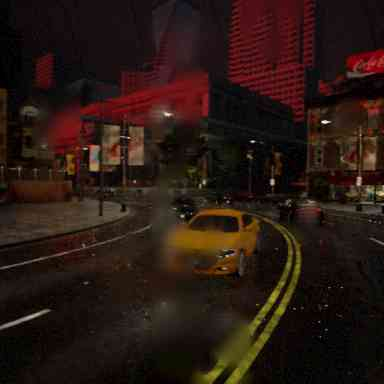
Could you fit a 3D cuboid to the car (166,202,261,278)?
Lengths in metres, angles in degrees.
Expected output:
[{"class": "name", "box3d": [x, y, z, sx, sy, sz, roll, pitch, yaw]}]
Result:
[{"class": "car", "box3d": [0.857, 1.283, 9.887, 1.882, 1.535, 5.008, 1, 1, 19]}]

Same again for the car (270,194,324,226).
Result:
[{"class": "car", "box3d": [6.552, 1.156, 20.514, 2.128, 1.511, 4.902, 1, 1, 3]}]

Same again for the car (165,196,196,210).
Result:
[{"class": "car", "box3d": [-0.540, 1.070, 21.053, 1.837, 1.490, 4.892, 1, 1, -1]}]

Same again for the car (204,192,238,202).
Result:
[{"class": "car", "box3d": [3.064, 0.763, 38.701, 1.837, 1.490, 4.892, 1, 1, -21]}]

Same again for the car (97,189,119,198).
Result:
[{"class": "car", "box3d": [-14.374, 0.176, 56.619, 4.902, 1.511, 2.128, 2, 1, 44]}]

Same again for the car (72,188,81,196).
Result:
[{"class": "car", "box3d": [-21.372, -0.033, 58.353, 4.553, 1.767, 2.097, 2, 2, 42]}]

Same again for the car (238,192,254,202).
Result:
[{"class": "car", "box3d": [7.256, 0.694, 45.560, 2.002, 1.452, 4.674, 0, 1, -28]}]

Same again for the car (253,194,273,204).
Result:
[{"class": "car", "box3d": [9.705, 0.902, 40.383, 1.895, 1.301, 4.718, 0, 1, -18]}]
